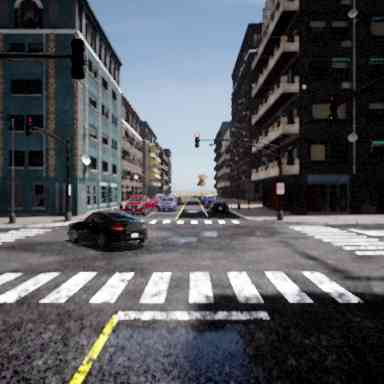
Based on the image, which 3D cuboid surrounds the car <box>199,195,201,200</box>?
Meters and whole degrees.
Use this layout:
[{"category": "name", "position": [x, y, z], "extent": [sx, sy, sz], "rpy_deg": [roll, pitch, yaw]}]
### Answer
[{"category": "car", "position": [2.686, 1.387, 60.355], "extent": [1.967, 1.590, 4.097], "rpy_deg": [0, 0, 0]}]

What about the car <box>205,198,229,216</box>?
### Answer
[{"category": "car", "position": [2.630, 1.543, 32.596], "extent": [1.947, 1.339, 4.313], "rpy_deg": [0, 0, 0]}]

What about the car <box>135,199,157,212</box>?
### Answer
[{"category": "car", "position": [-5.239, 1.517, 38.163], "extent": [1.887, 1.381, 4.507], "rpy_deg": [0, 0, 0]}]

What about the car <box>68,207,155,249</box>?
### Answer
[{"category": "car", "position": [-3.762, 1.543, 14.644], "extent": [1.812, 1.442, 4.674], "rpy_deg": [0, -1, -42]}]

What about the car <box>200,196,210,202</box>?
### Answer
[{"category": "car", "position": [2.708, 1.484, 71.460], "extent": [2.008, 1.369, 4.403], "rpy_deg": [0, 0, 0]}]

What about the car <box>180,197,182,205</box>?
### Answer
[{"category": "car", "position": [-2.696, 1.429, 56.429], "extent": [1.882, 1.535, 5.008], "rpy_deg": [0, 0, 1]}]

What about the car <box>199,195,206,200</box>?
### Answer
[{"category": "car", "position": [2.742, 1.454, 88.116], "extent": [1.887, 1.381, 4.507], "rpy_deg": [0, 0, 0]}]

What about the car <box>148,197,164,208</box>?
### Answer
[{"category": "car", "position": [-5.216, 1.504, 49.267], "extent": [1.887, 1.381, 4.507], "rpy_deg": [0, 0, 0]}]

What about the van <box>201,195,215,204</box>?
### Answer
[{"category": "van", "position": [2.665, 1.301, 49.251], "extent": [1.690, 1.788, 3.998], "rpy_deg": [0, 0, 0]}]

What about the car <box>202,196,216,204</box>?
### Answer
[{"category": "car", "position": [2.653, 1.548, 43.699], "extent": [1.802, 1.307, 4.206], "rpy_deg": [0, 0, 0]}]

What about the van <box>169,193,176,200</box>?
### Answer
[{"category": "van", "position": [-5.138, 1.251, 88.130], "extent": [1.690, 1.788, 3.998], "rpy_deg": [0, 0, 0]}]

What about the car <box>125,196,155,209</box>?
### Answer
[{"category": "car", "position": [-5.250, 1.292, 32.611], "extent": [2.192, 1.841, 5.009], "rpy_deg": [0, 0, 0]}]

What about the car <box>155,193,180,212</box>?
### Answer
[{"category": "car", "position": [-2.770, 1.324, 38.068], "extent": [2.097, 1.767, 4.553], "rpy_deg": [0, 0, 0]}]

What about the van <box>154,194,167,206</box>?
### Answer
[{"category": "van", "position": [-5.205, 1.295, 54.819], "extent": [1.690, 1.788, 3.998], "rpy_deg": [0, 0, 0]}]

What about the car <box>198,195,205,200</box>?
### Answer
[{"category": "car", "position": [2.753, 1.445, 93.668], "extent": [1.887, 1.381, 4.507], "rpy_deg": [0, 0, 0]}]
